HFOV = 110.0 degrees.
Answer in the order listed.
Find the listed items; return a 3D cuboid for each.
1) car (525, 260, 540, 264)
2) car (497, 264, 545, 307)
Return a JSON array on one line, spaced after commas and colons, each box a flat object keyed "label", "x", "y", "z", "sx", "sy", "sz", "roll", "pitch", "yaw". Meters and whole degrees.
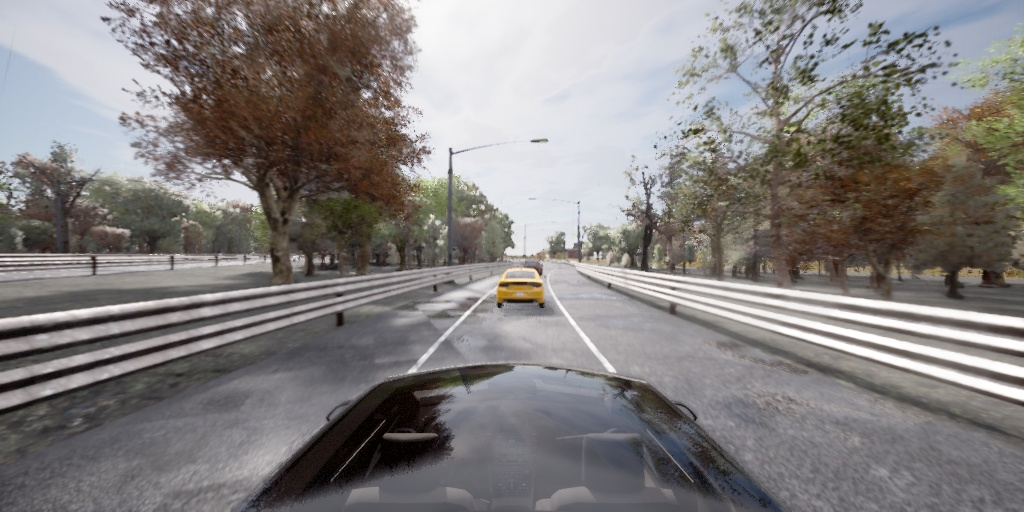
[{"label": "car", "x": 2.302, "y": 1.265, "z": 38.975, "sx": 2.097, "sy": 1.767, "sz": 4.553, "roll": 0, "pitch": 0, "yaw": 7}, {"label": "car", "x": 0.414, "y": 1.281, "z": 15.840, "sx": 1.882, "sy": 1.535, "sz": 5.008, "roll": 0, "pitch": 0, "yaw": 3}]
